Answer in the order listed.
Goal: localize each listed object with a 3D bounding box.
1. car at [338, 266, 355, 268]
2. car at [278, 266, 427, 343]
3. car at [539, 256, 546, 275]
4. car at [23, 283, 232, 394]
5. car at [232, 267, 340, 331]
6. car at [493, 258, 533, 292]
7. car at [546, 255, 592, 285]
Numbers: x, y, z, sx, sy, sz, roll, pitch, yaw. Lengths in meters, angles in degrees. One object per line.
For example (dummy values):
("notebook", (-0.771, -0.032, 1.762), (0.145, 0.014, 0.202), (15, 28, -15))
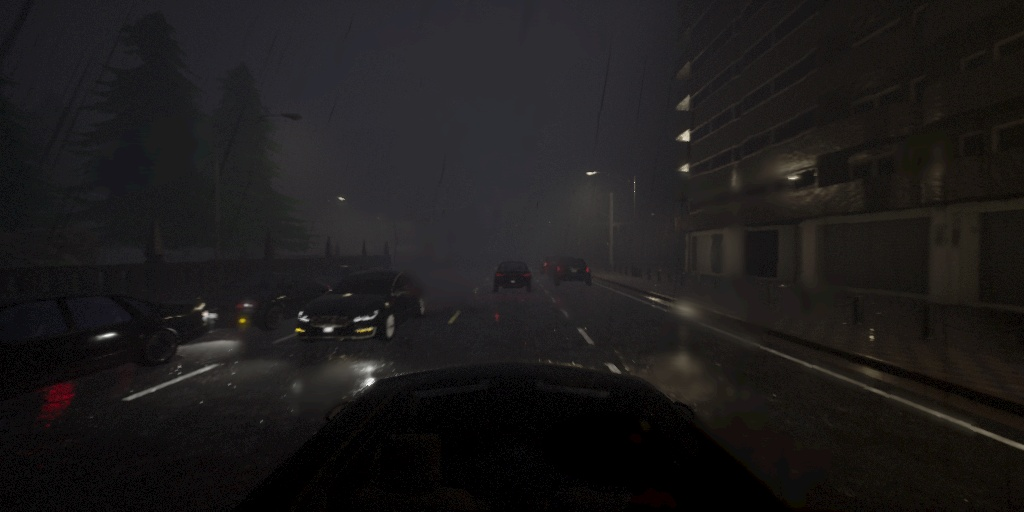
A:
("car", (-7.060, 1.124, 15.537), (1.994, 1.385, 4.181), (0, 1, 1))
("car", (-3.588, 1.149, 9.437), (1.837, 1.490, 4.892), (0, 1, 0))
("car", (3.544, 0.683, 31.563), (2.097, 1.767, 4.553), (0, 1, 1))
("car", (-7.097, 1.255, 5.023), (2.033, 1.411, 5.357), (0, 1, 0))
("car", (-7.005, 1.197, 10.364), (1.994, 1.385, 4.181), (0, 1, 0))
("car", (0.051, 0.986, 18.985), (1.882, 1.535, 5.008), (0, 1, 0))
("car", (3.564, 0.810, 22.608), (2.097, 1.767, 4.553), (0, 1, 0))
